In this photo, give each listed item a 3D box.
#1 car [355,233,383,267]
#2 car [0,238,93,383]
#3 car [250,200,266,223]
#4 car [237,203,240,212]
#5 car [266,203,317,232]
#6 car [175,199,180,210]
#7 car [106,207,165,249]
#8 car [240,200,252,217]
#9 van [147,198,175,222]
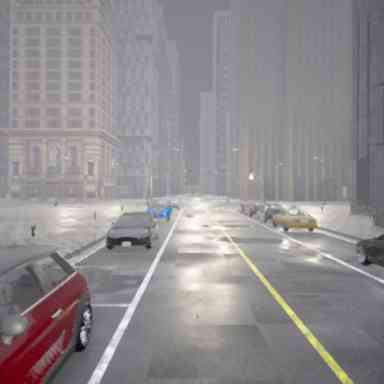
[{"bbox_3d":[6.103,1.597,8.886,1.947,1.339,4.313,0,0,0],"label":"car"},{"bbox_3d":[-2.418,1.431,3.236,1.967,1.590,4.097,0,0,0],"label":"car"},{"bbox_3d":[6.088,1.584,25.809,2.008,1.369,4.403,0,0,0],"label":"car"},{"bbox_3d":[6.078,1.582,37.091,2.008,1.369,4.403,0,0,0],"label":"car"},{"bbox_3d":[6.092,1.558,20.338,1.752,1.417,4.829,0,0,0],"label":"car"},{"bbox_3d":[-2.453,1.544,42.723,2.008,1.369,4.403,0,0,0],"label":"car"},{"bbox_3d":[-2.428,1.561,14.519,1.947,1.339,4.313,0,0,0],"label":"car"},{"bbox_3d":[6.083,1.473,31.450,1.967,1.590,4.097,0,0,0],"label":"car"},{"bbox_3d":[-2.437,1.337,25.800,1.690,1.788,3.998,0,0,0],"label":"van"}]
